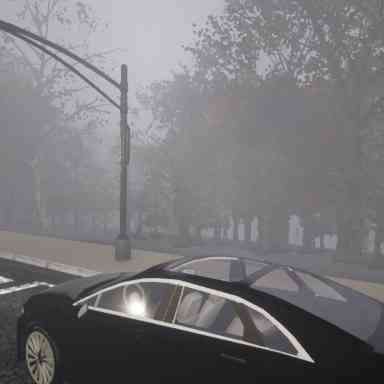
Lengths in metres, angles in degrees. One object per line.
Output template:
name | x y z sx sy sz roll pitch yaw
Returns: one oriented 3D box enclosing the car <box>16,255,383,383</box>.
car | 0.003 1.491 3.698 4.902 1.511 2.128 0 0 34
